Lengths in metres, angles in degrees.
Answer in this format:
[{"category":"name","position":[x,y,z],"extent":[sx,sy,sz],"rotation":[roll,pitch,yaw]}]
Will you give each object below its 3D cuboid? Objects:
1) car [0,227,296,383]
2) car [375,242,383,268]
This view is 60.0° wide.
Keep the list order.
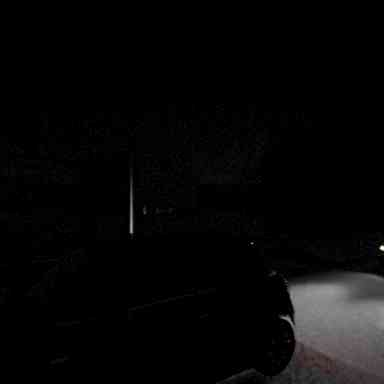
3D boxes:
[{"category":"car","position":[-0.858,1.358,3.990],"extent":[4.553,1.767,2.097],"rotation":[0,0,-35]},{"category":"car","position":[7.462,1.650,9.902],"extent":[4.718,1.301,1.895],"rotation":[0,0,-35]}]
